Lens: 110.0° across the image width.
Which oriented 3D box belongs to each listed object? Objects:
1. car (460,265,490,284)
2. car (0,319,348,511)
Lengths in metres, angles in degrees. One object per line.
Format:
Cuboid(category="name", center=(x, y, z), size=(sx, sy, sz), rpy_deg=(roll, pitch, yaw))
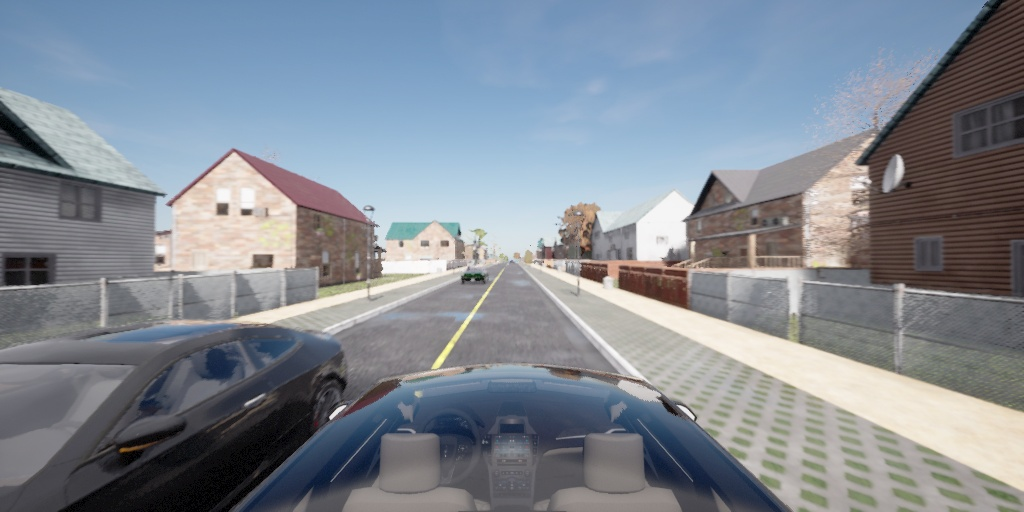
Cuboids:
Cuboid(category="car", center=(-2.752, 1.389, 27.372), size=(1.895, 1.301, 4.718), rpy_deg=(0, 0, 0))
Cuboid(category="car", center=(-2.834, 1.277, 2.481), size=(1.812, 1.442, 4.674), rpy_deg=(0, 0, 0))
